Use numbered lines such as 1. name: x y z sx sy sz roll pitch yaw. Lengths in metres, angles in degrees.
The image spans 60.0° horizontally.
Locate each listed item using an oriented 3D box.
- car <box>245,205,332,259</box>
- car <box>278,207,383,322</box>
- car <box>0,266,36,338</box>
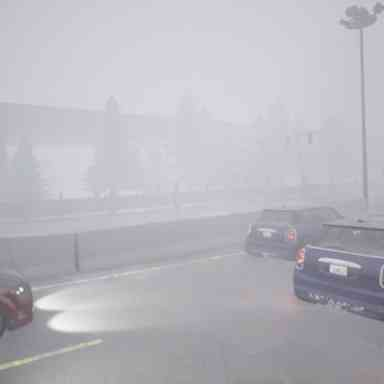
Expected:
1. car: 3.911 1.185 10.931 4.553 1.767 2.097 -2 1 -36
2. car: 4.145 1.257 6.773 4.553 1.767 2.097 -2 1 -36
3. car: -4.573 1.560 4.786 4.181 1.385 1.994 0 0 -35
